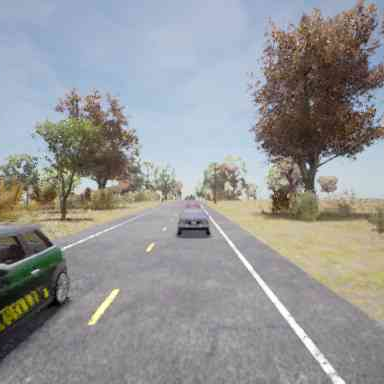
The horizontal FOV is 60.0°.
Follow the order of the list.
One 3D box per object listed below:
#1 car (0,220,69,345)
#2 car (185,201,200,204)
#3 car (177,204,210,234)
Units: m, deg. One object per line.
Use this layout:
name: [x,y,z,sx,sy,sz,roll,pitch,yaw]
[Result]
car: [-3.592,1.375,4.989,2.097,1.767,4.553,0,0,0]
car: [0.110,1.824,41.899,1.994,1.385,4.181,0,0,0]
car: [0.097,1.651,19.751,2.033,1.411,5.357,0,0,0]
